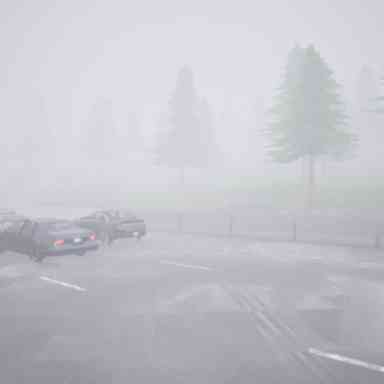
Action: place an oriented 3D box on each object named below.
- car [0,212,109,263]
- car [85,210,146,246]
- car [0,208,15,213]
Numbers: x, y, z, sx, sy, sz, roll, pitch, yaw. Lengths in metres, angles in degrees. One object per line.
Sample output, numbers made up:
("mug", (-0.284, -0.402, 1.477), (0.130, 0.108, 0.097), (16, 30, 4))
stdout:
("car", (-5.739, 1.673, 12.618), (5.357, 1.411, 2.033), (-1, 0, 40))
("car", (-4.285, 1.626, 15.980), (4.902, 1.511, 2.128), (-1, 0, 40))
("car", (-14.469, 1.875, 24.919), (4.718, 1.301, 1.895), (-1, 0, 44))
